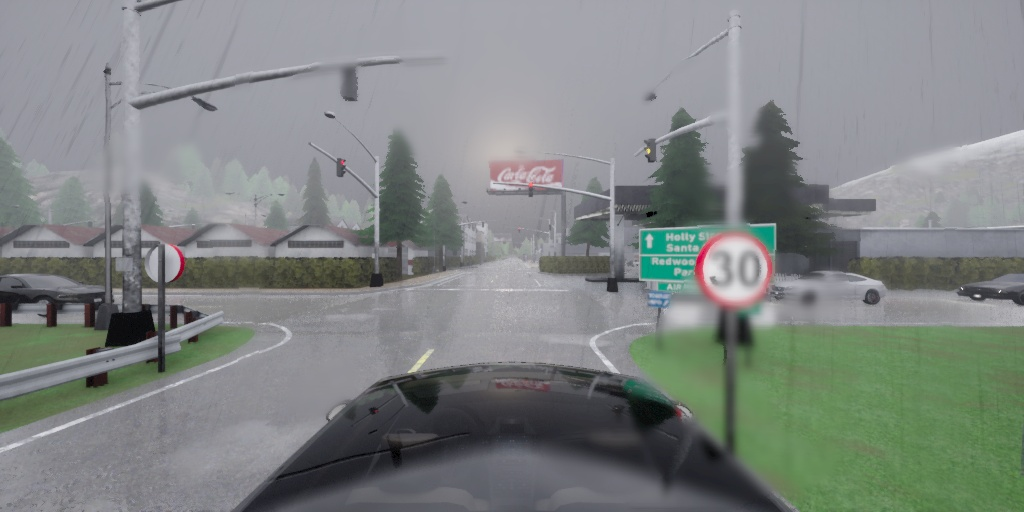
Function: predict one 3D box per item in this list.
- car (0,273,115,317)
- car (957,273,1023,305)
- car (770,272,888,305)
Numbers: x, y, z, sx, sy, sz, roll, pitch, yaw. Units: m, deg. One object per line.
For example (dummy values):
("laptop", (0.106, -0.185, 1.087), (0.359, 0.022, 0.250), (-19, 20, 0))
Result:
("car", (-18.340, 1.419, 13.757), (5.008, 1.535, 1.882), (0, 0, 1))
("car", (24.513, 1.489, 16.797), (5.357, 1.411, 2.033), (0, 0, 1))
("car", (14.858, 1.467, 16.924), (4.674, 1.442, 1.812), (0, 0, 0))
